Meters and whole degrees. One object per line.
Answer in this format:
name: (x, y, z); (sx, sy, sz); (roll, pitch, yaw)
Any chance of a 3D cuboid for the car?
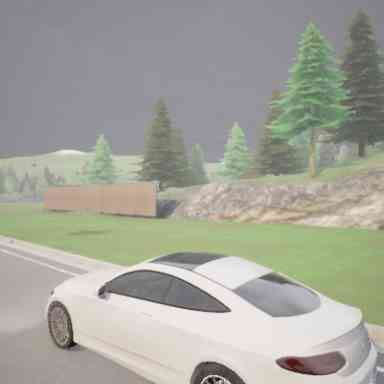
car: (-0.157, 1.557, 4.507); (4.674, 1.442, 1.812); (-1, 0, 40)
